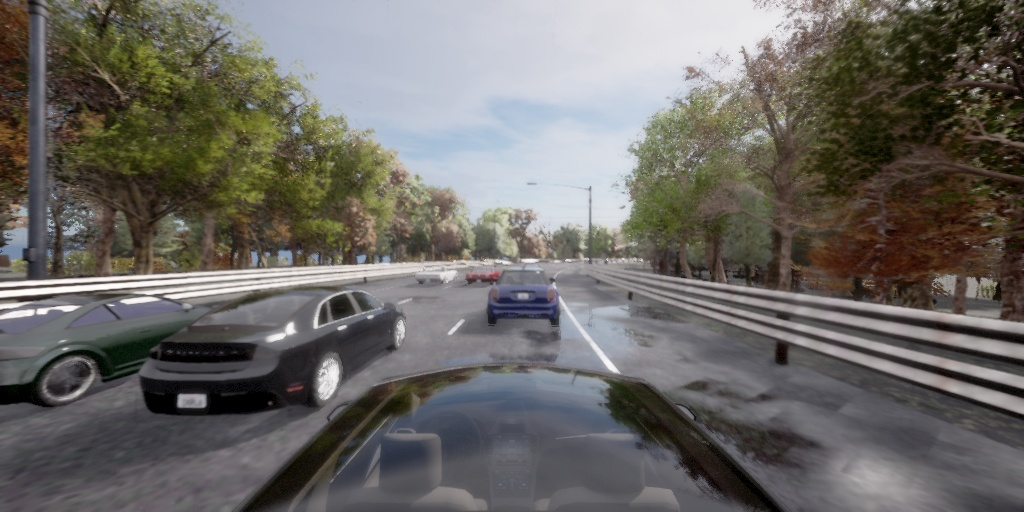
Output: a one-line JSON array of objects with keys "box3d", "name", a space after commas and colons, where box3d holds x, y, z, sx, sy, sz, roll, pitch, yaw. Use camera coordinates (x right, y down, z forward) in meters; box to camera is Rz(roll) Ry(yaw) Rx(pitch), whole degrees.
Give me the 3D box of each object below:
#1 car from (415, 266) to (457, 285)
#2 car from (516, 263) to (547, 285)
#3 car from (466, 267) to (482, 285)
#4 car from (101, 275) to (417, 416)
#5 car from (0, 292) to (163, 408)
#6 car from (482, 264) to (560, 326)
[{"box3d": [-5.523, 1.408, 26.827, 1.895, 1.301, 4.718, 0, 0, 6], "name": "car"}, {"box3d": [1.646, 1.333, 27.895, 2.128, 1.511, 4.902, 0, 0, 6], "name": "car"}, {"box3d": [-2.022, 1.422, 26.681, 1.895, 1.301, 4.718, 0, 0, 6], "name": "car"}, {"box3d": [-3.324, 1.265, 6.200, 1.837, 1.490, 4.892, 0, 0, 1], "name": "car"}, {"box3d": [-6.817, 1.315, 6.222, 1.994, 1.385, 4.181, 0, 0, 1], "name": "car"}, {"box3d": [0.405, 1.137, 12.030, 2.097, 1.767, 4.553, 0, 0, 3], "name": "car"}]
